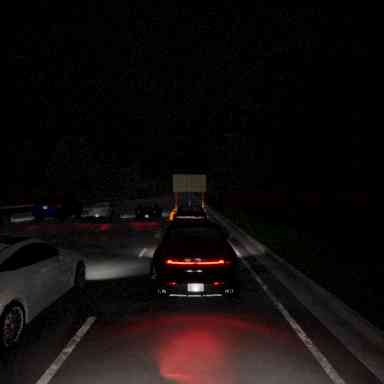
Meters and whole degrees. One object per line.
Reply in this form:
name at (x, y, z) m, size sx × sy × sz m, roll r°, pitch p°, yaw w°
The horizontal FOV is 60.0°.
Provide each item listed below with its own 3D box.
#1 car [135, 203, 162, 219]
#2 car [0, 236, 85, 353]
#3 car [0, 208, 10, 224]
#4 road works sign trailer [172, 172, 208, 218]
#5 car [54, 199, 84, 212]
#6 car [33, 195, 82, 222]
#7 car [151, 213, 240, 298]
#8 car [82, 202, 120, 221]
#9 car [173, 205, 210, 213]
car at (-3.608, 1.601, 28.609) m, size 1.895 × 1.301 × 4.718 m, roll 0°, pitch 0°, yaw 0°
car at (-3.429, 1.526, 6.003) m, size 1.812 × 1.442 × 4.674 m, roll 0°, pitch 0°, yaw 0°
car at (-14.053, 1.492, 22.102) m, size 2.128 × 1.511 × 4.902 m, roll 0°, pitch 0°, yaw 0°
road works sign trailer at (-0.174, 0.464, 22.782) m, size 2.380 × 3.560 × 2.880 m, roll 0°, pitch 0°, yaw -3°
car at (-14.195, 1.526, 38.680) m, size 1.812 × 1.442 × 4.674 m, roll 0°, pitch 0°, yaw -1°
car at (-10.593, 1.222, 26.641) m, size 2.150 × 2.045 × 5.566 m, roll 0°, pitch 0°, yaw 0°
car at (0.052, 1.505, 8.525) m, size 1.837 × 1.490 × 4.892 m, roll 0°, pitch 0°, yaw 0°
car at (-7.110, 1.526, 27.077) m, size 1.812 × 1.442 × 4.674 m, roll 0°, pitch 0°, yaw -1°
car at (-0.052, 1.488, 18.912) m, size 2.128 × 1.511 × 4.902 m, roll 0°, pitch 0°, yaw 1°
